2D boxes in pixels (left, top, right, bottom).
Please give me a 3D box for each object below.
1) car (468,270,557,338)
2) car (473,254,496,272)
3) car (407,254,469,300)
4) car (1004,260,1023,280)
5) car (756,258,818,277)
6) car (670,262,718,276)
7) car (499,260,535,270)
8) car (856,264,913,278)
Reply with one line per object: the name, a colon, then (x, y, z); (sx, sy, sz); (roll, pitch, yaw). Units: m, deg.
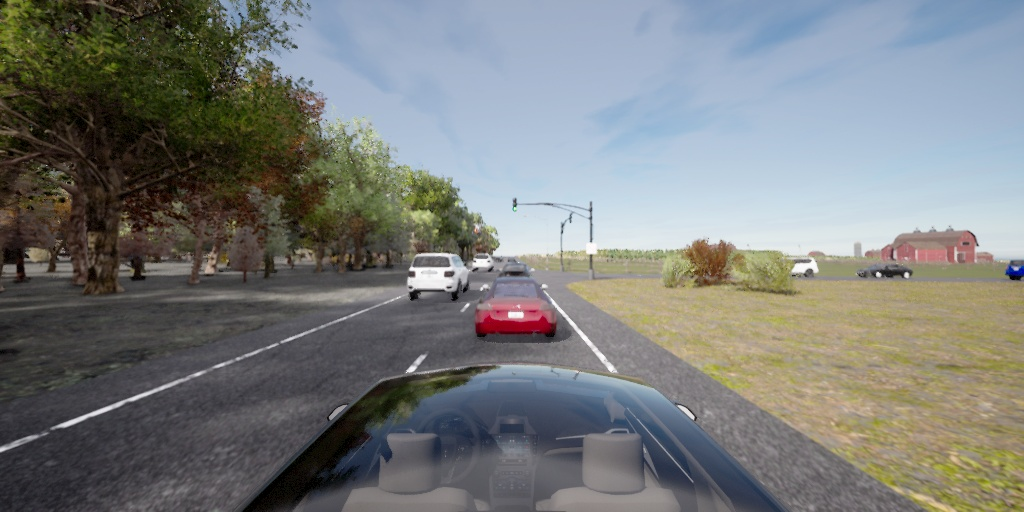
car: (0.090, 1.277, 10.041); (1.994, 1.385, 4.181); (0, 0, 0)
car: (-3.435, 0.783, 43.322); (2.150, 2.045, 5.566); (0, 0, 0)
car: (-3.410, 0.902, 17.454); (2.150, 2.045, 5.566); (0, 0, 0)
car: (50.679, 1.369, 34.104); (5.566, 2.045, 2.150); (1, -1, 1)
car: (28.976, 1.175, 37.797); (5.566, 2.045, 2.150); (1, -1, 0)
car: (18.986, 1.322, 37.830); (5.008, 1.535, 1.882); (1, -1, 0)
car: (0.309, 1.165, 21.820); (1.837, 1.490, 4.892); (0, 0, 4)
car: (39.137, 1.570, 37.746); (4.892, 1.490, 1.837); (1, -1, 0)
